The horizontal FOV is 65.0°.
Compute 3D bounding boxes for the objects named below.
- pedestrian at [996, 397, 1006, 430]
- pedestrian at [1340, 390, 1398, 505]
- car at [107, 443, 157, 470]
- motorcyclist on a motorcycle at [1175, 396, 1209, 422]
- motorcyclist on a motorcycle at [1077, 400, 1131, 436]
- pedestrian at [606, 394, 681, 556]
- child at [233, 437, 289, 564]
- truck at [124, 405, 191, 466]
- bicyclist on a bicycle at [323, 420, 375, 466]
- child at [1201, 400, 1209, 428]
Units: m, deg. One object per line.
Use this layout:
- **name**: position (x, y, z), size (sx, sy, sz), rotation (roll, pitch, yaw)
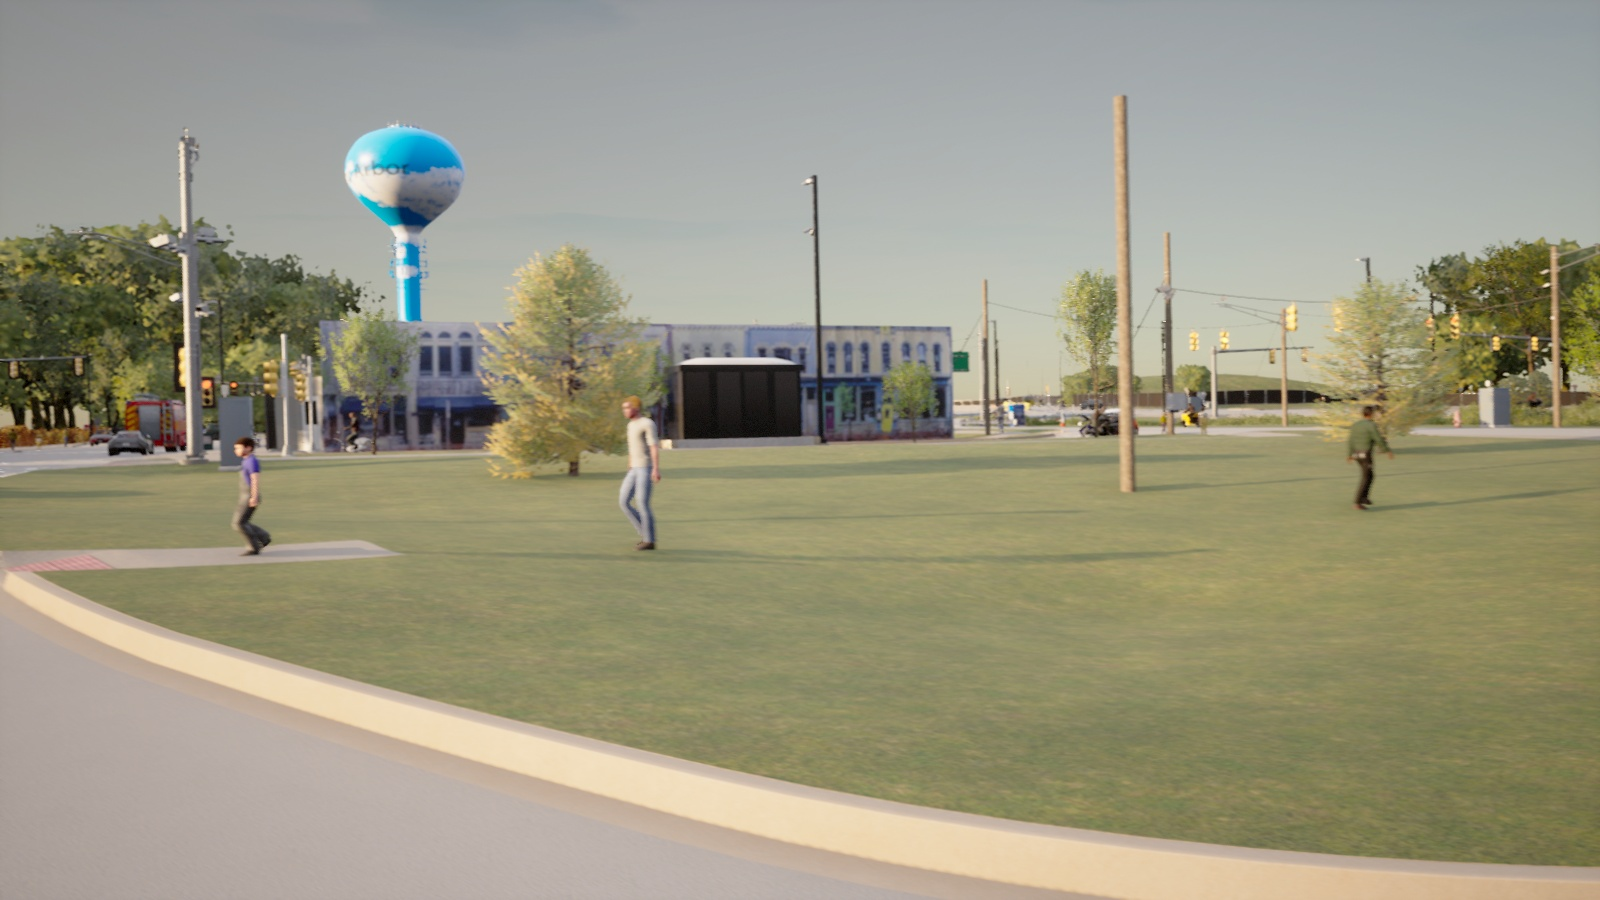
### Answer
- **pedestrian**: position (11.403, -2.075, 71.247), size (0.354, 1.836, 0.706), rotation (-2, 1, -4)
- **pedestrian**: position (9.901, -0.055, 21.845), size (0.788, 1.949, 0.423), rotation (-3, 1, -20)
- **car**: position (-38.000, 0.347, 71.512), size (1.994, 1.385, 4.181), rotation (-3, 1, -21)
- **motorcyclist on a motorcycle**: position (23.539, -2.461, 75.446), size (0.797, 1.523, 2.044), rotation (-3, 2, -20)
- **motorcyclist on a motorcycle**: position (14.008, -1.453, 57.918), size (2.191, 1.530, 0.866), rotation (-4, 1, -9)
- **pedestrian**: position (-1.826, 0.276, 14.667), size (0.706, 1.836, 0.354), rotation (-3, 1, -29)
- **child**: position (-5.478, 0.505, 12.766), size (0.437, 1.263, 0.270), rotation (-3, 1, -30)
- **truck**: position (-42.845, -0.958, 83.972), size (2.891, 3.827, 8.468), rotation (-3, 1, -21)
- **bicyclist on a bicycle**: position (-18.127, -0.273, 50.524), size (1.843, 1.776, 0.659), rotation (-2, 1, -16)
- **child**: position (18.016, -1.603, 55.907), size (0.270, 1.263, 0.437), rotation (-2, 1, 13)
